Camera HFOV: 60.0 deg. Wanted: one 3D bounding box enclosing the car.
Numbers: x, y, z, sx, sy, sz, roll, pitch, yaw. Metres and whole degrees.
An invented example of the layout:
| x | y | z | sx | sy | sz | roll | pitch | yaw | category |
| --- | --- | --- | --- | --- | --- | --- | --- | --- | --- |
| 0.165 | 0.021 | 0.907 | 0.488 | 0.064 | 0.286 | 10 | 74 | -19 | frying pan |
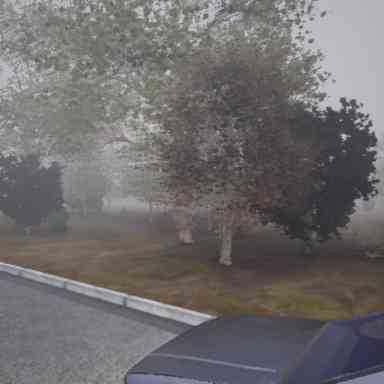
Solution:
| x | y | z | sx | sy | sz | roll | pitch | yaw | category |
| --- | --- | --- | --- | --- | --- | --- | --- | --- | --- |
| 1.946 | 1.546 | 1.989 | 5.357 | 1.411 | 2.033 | 0 | 0 | 35 | car |
